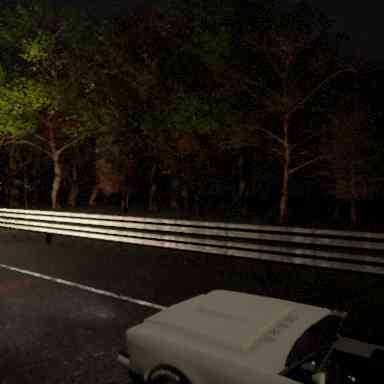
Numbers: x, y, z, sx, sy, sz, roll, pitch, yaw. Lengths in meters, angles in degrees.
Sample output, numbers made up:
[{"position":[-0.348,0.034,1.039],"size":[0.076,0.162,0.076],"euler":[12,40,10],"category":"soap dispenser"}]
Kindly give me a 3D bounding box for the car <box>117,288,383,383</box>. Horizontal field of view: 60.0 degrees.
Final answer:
[{"position":[1.558,1.600,2.873],"size":[4.718,1.301,1.895],"euler":[0,0,36],"category":"car"}]
